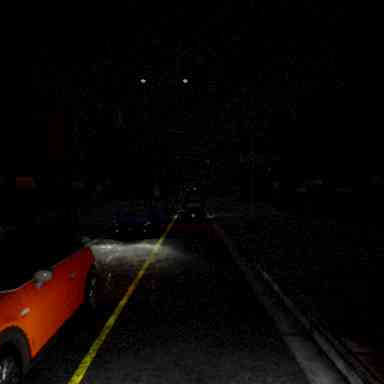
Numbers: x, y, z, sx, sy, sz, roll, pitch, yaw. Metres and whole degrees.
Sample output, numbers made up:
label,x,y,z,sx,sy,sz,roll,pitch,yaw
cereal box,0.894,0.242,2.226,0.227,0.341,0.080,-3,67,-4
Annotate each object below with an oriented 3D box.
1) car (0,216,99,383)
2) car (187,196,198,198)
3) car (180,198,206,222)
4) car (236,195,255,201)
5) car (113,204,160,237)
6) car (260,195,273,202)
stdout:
label,x,y,z,sx,sy,sz,roll,pitch,yaw
car,-2.830,1.323,4.554,2.097,1.767,4.553,0,0,-1
car,0.094,1.311,41.919,1.837,1.490,4.892,0,0,0
car,0.082,1.395,24.767,1.812,1.442,4.674,0,0,0
car,11.828,1.319,74.159,4.097,1.590,1.967,1,0,0
car,-2.821,1.378,17.623,1.882,1.535,5.008,0,0,0
car,17.262,1.381,74.159,4.097,1.590,1.967,1,0,0
